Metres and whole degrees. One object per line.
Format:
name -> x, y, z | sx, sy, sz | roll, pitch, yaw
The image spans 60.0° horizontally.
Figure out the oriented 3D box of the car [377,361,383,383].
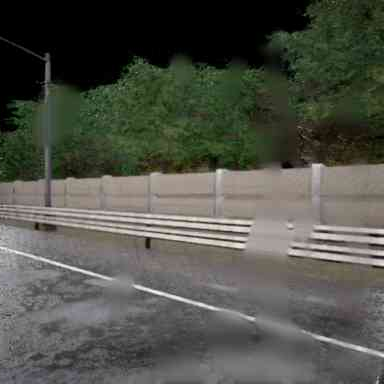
car -> 3.488, 1.504, 1.381 | 4.892, 1.490, 1.837 | 0, 0, 35
